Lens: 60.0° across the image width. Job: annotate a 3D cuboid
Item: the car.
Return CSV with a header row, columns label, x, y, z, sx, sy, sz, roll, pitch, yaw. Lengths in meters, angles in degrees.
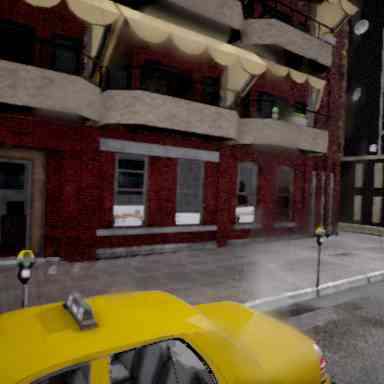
label,x,y,z,sx,sy,sz,roll,pitch,yaw
car,-1.038,1.445,2.246,4.829,1.417,1.752,1,2,-34
